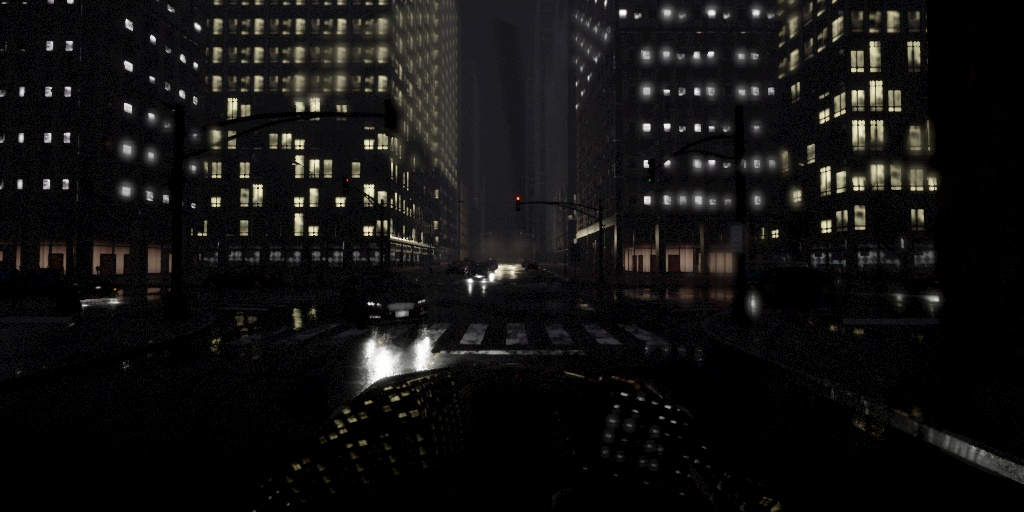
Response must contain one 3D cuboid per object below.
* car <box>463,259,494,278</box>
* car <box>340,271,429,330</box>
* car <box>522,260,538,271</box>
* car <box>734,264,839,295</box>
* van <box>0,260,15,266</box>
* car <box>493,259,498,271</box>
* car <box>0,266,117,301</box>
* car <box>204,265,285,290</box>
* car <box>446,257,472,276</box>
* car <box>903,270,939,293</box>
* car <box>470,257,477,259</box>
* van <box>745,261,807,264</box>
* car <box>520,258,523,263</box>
[{"bbox_3d":[-3.117,1.310,34.497,2.033,1.411,5.357,0,0,0],"label":"car"},{"bbox_3d":[-4.190,1.245,11.414,2.128,1.511,4.902,1,0,-33],"label":"car"},{"bbox_3d":[2.669,1.350,48.792,1.802,1.307,4.207,0,0,0],"label":"car"},{"bbox_3d":[14.865,1.321,19.503,4.892,1.490,1.837,0,-1,0],"label":"car"},{"bbox_3d":[-33.447,1.132,22.164,3.998,1.789,1.690,0,0,0],"label":"van"},{"bbox_3d":[-3.119,1.367,44.407,1.895,1.301,4.718,0,0,0],"label":"car"},{"bbox_3d":[-20.875,1.260,16.367,4.181,1.385,1.994,0,-1,0],"label":"car"},{"bbox_3d":[-16.502,1.255,22.134,4.097,1.591,1.967,0,0,0],"label":"car"},{"bbox_3d":[-5.706,1.203,37.576,1.967,1.591,4.097,0,0,0],"label":"car"},{"bbox_3d":[24.345,1.313,19.482,5.008,1.535,1.882,0,-1,0],"label":"car"},{"bbox_3d":[-5.712,1.083,48.726,2.192,1.841,5.009,0,0,0],"label":"car"},{"bbox_3d":[15.972,1.210,22.075,3.998,1.789,1.690,0,0,0],"label":"van"},{"bbox_3d":[2.665,1.298,60.118,1.751,1.417,4.829,0,0,0],"label":"car"}]
